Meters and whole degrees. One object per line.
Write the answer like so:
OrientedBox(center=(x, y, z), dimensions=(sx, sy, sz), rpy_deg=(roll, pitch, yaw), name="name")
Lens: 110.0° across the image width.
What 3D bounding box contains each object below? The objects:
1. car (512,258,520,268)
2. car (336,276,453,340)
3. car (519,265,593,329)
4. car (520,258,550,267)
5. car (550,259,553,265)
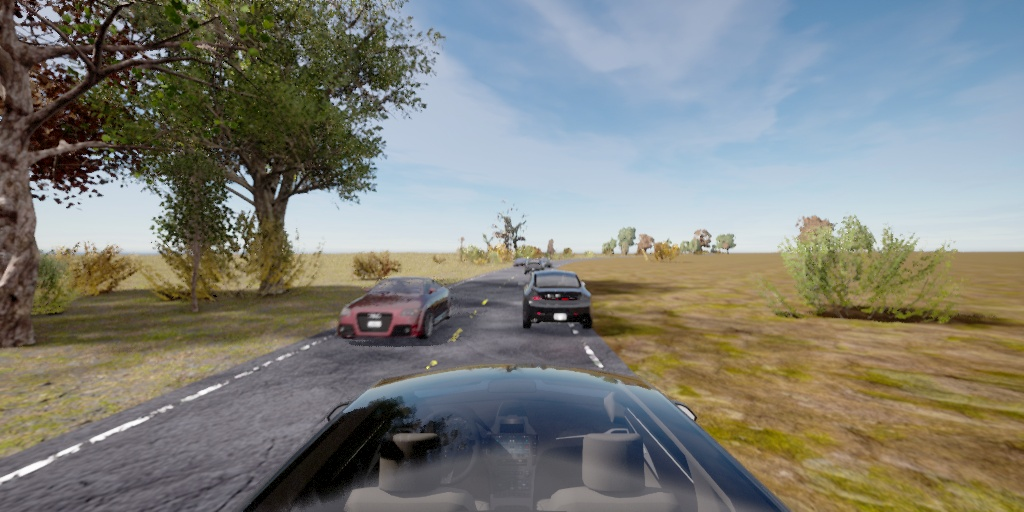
OrientedBox(center=(1.384, 0.961, 50.367), dimensions=(2.033, 1.411, 5.357), rpy_deg=(0, 0, 10), name="car")
OrientedBox(center=(-2.885, 1.261, 9.699), dimensions=(1.994, 1.385, 4.181), rpy_deg=(0, 0, 2), name="car")
OrientedBox(center=(1.254, 1.195, 11.038), dimensions=(1.837, 1.490, 4.892), rpy_deg=(0, 0, 2), name="car")
OrientedBox(center=(2.349, 1.011, 35.909), dimensions=(2.128, 1.511, 4.902), rpy_deg=(0, 1, 8), name="car")
OrientedBox(center=(4.631, 0.973, 50.905), dimensions=(1.994, 1.385, 4.181), rpy_deg=(0, 0, 11), name="car")
